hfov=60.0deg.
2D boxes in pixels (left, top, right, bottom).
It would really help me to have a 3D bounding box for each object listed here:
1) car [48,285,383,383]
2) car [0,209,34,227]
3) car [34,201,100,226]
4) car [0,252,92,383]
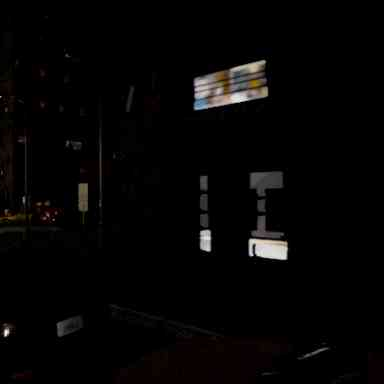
[{"bbox_3d":[1.378,1.524,1.895,4.829,1.417,1.752,-1,-1,35],"label":"car"},{"bbox_3d":[-14.384,2.089,27.779,1.752,1.417,4.829,-2,-2,35],"label":"car"},{"bbox_3d":[-10.308,1.816,29.068,2.150,2.045,5.566,-1,-1,35],"label":"car"},{"bbox_3d":[-3.113,1.615,5.091,4.313,1.339,1.947,-1,-1,35],"label":"car"}]
